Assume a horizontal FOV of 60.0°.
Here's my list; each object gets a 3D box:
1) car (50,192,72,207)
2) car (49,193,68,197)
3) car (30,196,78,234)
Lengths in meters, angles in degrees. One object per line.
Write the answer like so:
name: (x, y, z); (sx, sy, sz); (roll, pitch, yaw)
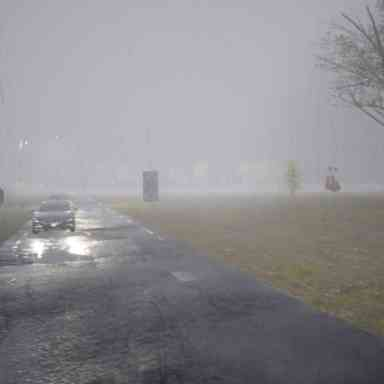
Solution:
car: (-15.065, 0.834, 38.373); (2.128, 1.511, 4.902); (-1, 1, -20)
car: (-10.564, 0.901, 26.436); (2.097, 1.767, 4.553); (-1, 1, -21)
car: (-7.120, 1.209, 17.329); (1.837, 1.490, 4.892); (-1, 1, -21)
